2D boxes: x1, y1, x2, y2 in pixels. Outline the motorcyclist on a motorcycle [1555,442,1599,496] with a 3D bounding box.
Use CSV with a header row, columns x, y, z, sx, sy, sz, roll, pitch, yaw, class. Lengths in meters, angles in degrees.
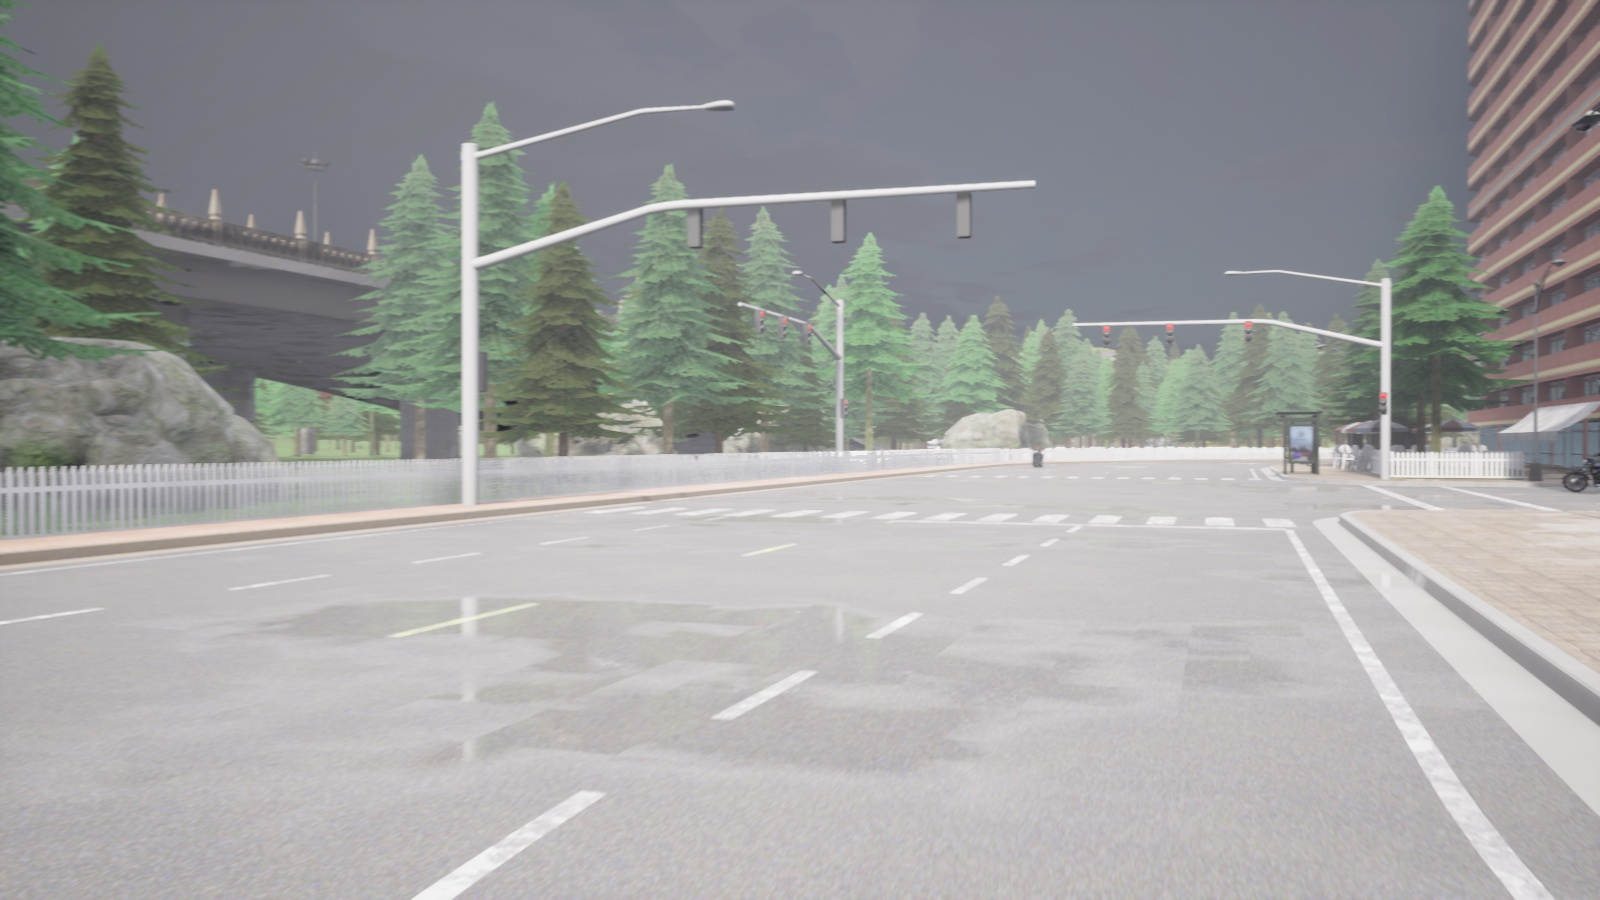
x,y,z,sx,sy,sz,roll,pitch,yaw,class
25.112,0.589,39.377,2.350,1.649,0.766,0,0,19,motorcyclist on a motorcycle
